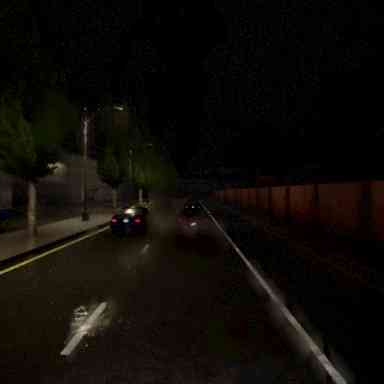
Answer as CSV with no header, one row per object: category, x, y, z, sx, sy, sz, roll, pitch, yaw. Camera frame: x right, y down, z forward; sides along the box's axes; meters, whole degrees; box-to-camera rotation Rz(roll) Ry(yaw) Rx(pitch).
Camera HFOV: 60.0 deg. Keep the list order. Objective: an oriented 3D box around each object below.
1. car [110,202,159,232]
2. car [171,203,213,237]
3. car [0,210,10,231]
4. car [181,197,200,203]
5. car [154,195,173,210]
car,-3.405,1.524,19.683,2.033,1.411,5.357,0,0,0
car,0.096,1.542,18.057,1.994,1.385,4.181,0,0,0
car,-11.600,1.456,17.431,1.882,1.535,5.008,0,0,0
car,0.092,1.506,34.615,2.033,1.411,5.357,0,0,0
car,-3.408,1.428,41.631,1.882,1.535,5.008,0,0,0
